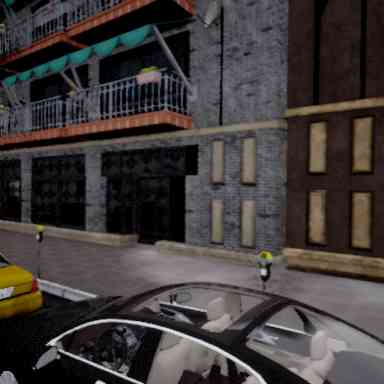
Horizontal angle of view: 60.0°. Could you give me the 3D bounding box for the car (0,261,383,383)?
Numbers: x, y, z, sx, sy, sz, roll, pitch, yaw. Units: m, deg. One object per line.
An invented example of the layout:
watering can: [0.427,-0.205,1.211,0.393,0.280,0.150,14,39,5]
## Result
car: [-0.119,1.540,2.951,4.403,1.369,2.008,0,1,36]

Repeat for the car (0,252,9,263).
car: [-4.753,1.476,6.258,4.829,1.417,1.752,0,1,36]
